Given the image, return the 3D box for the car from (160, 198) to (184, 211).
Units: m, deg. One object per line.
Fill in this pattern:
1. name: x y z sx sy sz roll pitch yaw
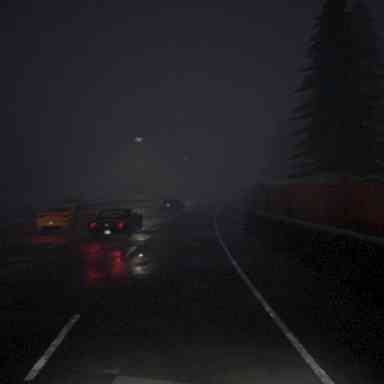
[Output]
1. car: -2.116 1.302 35.714 1.994 1.385 4.181 -1 0 9

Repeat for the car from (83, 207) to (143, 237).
1. car: -3.793 1.512 17.365 1.895 1.301 4.718 -1 0 1

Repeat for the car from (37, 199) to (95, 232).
1. car: -7.188 1.419 19.620 1.882 1.535 5.008 -1 0 2

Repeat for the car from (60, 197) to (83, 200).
1. car: -10.046 1.260 28.642 2.097 1.767 4.553 -1 0 5
